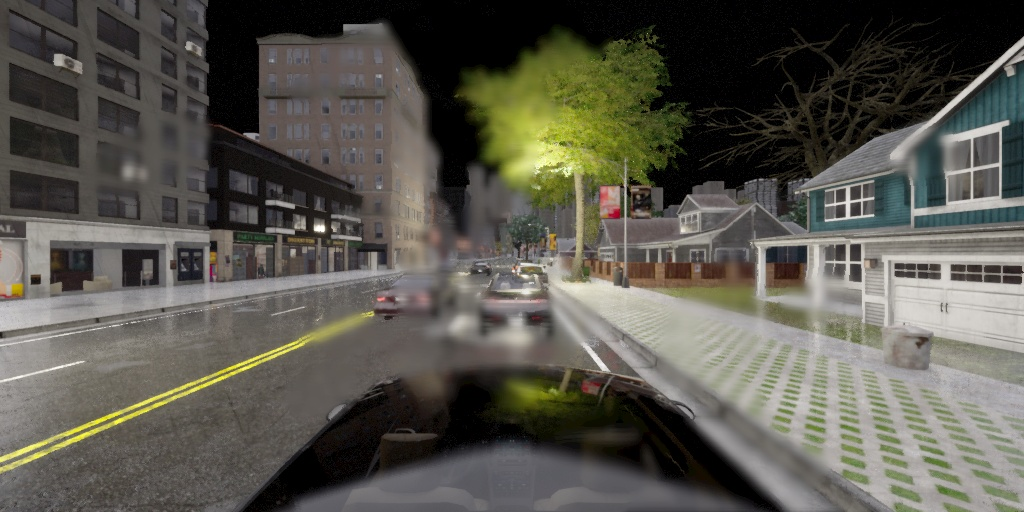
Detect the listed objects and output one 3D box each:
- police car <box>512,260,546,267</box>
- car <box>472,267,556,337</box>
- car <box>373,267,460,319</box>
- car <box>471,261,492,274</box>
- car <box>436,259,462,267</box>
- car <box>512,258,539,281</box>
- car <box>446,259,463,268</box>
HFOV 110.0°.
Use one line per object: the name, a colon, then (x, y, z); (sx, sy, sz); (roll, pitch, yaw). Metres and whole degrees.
police car: (1.027, 1.165, 20.528); (1.930, 1.638, 5.238); (0, 0, 0)
car: (0.122, 1.239, 10.278); (2.128, 1.511, 4.902); (0, 0, 0)
car: (-3.112, 1.293, 12.676); (2.033, 1.411, 5.357); (0, 0, 0)
car: (-3.053, 1.250, 36.556); (1.812, 1.442, 4.674); (0, 0, 0)
car: (-6.504, 1.272, 36.350); (2.033, 1.411, 5.357); (0, 0, 0)
car: (1.054, 1.081, 30.388); (2.097, 1.767, 4.553); (0, 0, 0)
car: (-9.646, 1.248, 60.793); (2.033, 1.411, 5.357); (0, 0, 1)
